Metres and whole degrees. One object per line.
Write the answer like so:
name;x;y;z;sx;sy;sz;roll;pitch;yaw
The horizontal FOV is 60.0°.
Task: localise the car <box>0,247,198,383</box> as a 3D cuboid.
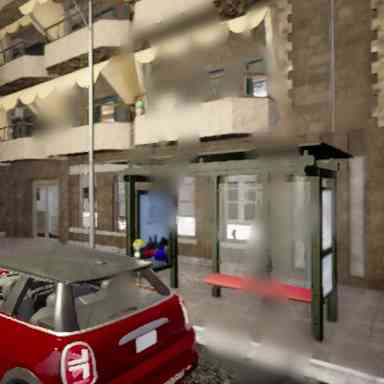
car;-2.019;1.461;4.314;4.097;1.590;1.967;0;0;35
